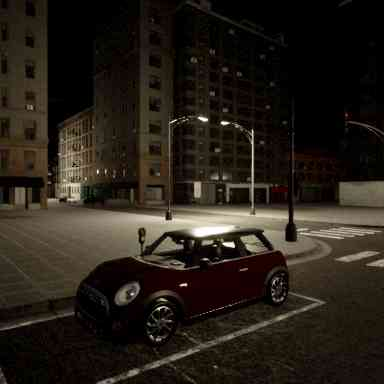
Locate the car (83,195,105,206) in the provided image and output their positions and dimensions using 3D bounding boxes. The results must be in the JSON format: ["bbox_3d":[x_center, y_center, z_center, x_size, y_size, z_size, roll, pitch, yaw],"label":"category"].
[{"bbox_3d":[-14.732,1.229,49.738,2.128,1.511,4.902,0,0,-38],"label":"car"}]

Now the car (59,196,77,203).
[{"bbox_3d":[-22.162,1.273,59.253,1.895,1.301,4.718,0,0,-39],"label":"car"}]

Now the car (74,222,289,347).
[{"bbox_3d":[-0.043,1.440,6.273,4.097,1.590,1.967,0,0,-38],"label":"car"}]
